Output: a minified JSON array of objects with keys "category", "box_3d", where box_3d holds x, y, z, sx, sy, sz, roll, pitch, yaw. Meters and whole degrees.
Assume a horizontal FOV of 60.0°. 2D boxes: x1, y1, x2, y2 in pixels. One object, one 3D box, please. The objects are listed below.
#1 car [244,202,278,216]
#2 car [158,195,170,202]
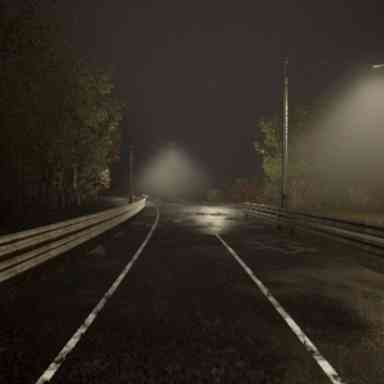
[{"category":"car","box_3d":[6.972,1.694,33.327,1.895,1.301,4.718,1,1,-18]},{"category":"car","box_3d":[-6.414,1.474,75.549,2.033,1.411,5.357,0,0,-18]}]
